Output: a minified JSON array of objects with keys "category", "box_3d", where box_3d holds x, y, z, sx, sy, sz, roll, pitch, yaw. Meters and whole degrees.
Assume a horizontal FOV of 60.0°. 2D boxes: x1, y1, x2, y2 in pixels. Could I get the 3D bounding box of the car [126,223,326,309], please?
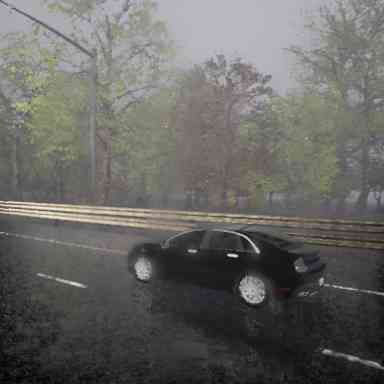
[{"category":"car","box_3d":[0.549,1.495,7.898,4.892,1.490,1.837,0,0,36]}]
